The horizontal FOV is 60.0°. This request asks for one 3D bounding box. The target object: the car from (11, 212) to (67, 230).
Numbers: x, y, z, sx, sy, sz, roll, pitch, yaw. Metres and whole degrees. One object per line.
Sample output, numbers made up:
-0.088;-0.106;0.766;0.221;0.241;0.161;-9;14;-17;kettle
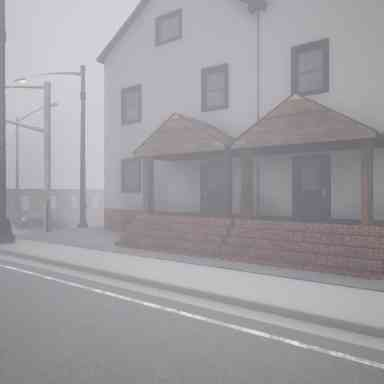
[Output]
-13.646;2.544;29.866;2.097;1.767;4.553;0;-9;36;car
